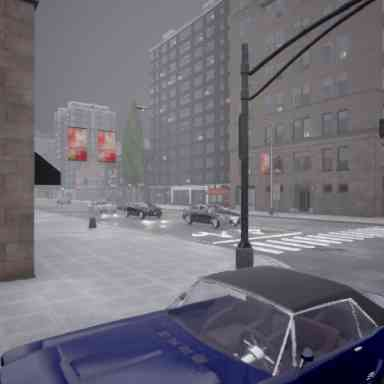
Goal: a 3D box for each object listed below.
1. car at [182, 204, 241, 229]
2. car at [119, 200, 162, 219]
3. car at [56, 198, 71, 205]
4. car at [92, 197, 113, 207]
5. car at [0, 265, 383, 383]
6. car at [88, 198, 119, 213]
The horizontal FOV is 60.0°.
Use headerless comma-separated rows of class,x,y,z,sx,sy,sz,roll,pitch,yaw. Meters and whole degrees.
car,1.230,1.551,22.513,2.128,1.511,4.902,0,0,-36
car,-4.593,1.576,30.623,1.882,1.535,5.008,0,0,-35
car,-25.225,1.799,65.260,2.033,1.411,5.357,0,0,-36
car,-15.423,1.719,57.192,1.837,1.490,4.892,0,0,-36
car,0.577,1.601,3.467,4.718,1.301,1.895,0,0,-34
car,-10.496,1.738,38.857,1.895,1.301,4.718,0,0,-36
